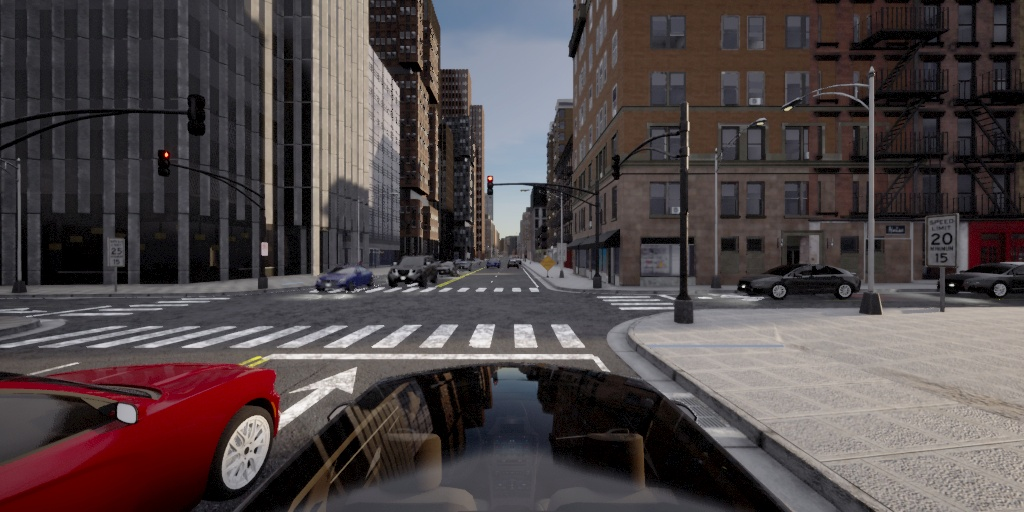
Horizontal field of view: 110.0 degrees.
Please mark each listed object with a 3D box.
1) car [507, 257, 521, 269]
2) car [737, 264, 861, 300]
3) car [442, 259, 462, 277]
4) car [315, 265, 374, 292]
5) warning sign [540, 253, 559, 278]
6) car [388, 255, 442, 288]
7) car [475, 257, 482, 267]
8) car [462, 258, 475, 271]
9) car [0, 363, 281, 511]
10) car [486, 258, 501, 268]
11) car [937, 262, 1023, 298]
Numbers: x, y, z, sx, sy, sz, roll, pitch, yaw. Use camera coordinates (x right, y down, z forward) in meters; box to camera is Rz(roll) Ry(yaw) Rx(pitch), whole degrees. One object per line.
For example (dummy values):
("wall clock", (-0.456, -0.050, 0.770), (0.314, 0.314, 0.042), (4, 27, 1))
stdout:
("car", (0.175, 1.271, 58.745), (1.837, 1.490, 4.892), (0, 0, 0))
("car", (12.904, 1.116, 16.278), (4.892, 1.490, 1.837), (0, 0, -1))
("car", (-6.525, 1.261, 35.937), (1.837, 1.490, 4.892), (0, 0, 0))
("car", (-9.809, 1.283, 21.468), (1.812, 1.442, 4.674), (0, 0, 0))
("warning sign", (2.909, 0.868, 29.142), (1.300, 1.860, 1.060), (0, 0, 0))
("car", (-6.550, 0.972, 24.275), (2.150, 2.045, 5.566), (0, 0, 0))
("car", (-6.365, 1.012, 63.312), (2.128, 1.511, 4.902), (0, 0, 0))
("car", (-6.490, 1.324, 47.993), (1.994, 1.385, 4.181), (0, 0, 0))
("car", (-3.153, 1.228, 1.421), (1.882, 1.535, 5.008), (0, 0, 0))
("car", (-3.068, 1.119, 59.494), (2.097, 1.767, 4.553), (0, 0, 1))
("car", (22.301, 1.048, 16.197), (4.892, 1.490, 1.837), (0, 0, 0))
